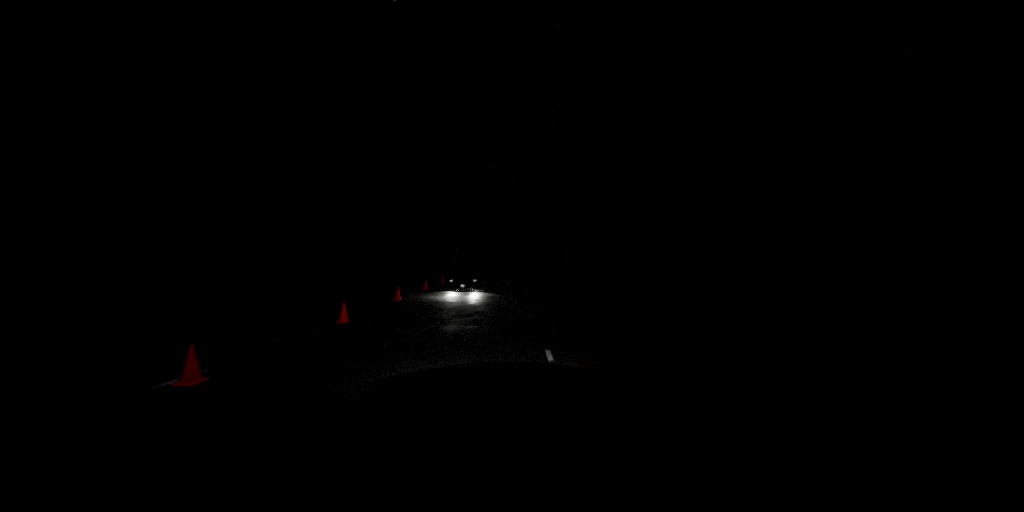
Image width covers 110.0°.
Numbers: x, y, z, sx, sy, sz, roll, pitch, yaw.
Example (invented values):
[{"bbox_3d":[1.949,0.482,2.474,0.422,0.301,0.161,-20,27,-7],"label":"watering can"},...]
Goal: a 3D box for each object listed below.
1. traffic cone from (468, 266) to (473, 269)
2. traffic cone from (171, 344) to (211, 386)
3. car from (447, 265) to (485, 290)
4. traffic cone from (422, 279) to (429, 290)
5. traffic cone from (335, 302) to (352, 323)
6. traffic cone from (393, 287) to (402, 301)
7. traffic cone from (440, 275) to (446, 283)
[{"bbox_3d":[-4.921,1.579,40.528,0.340,0.580,0.340,0,0,0],"label":"traffic cone"},{"bbox_3d":[-4.950,1.657,5.539,0.340,0.580,0.340,0,0,0],"label":"traffic cone"},{"bbox_3d":[-2.678,1.234,22.123,2.033,1.411,5.357,1,0,0],"label":"car"},{"bbox_3d":[-4.937,1.623,20.539,0.340,0.580,0.340,0,0,0],"label":"traffic cone"},{"bbox_3d":[-4.945,1.646,10.539,0.340,0.580,0.340,0,0,0],"label":"traffic cone"},{"bbox_3d":[-4.941,1.634,15.539,0.340,0.580,0.340,0,0,0],"label":"traffic cone"},{"bbox_3d":[-4.933,1.612,25.540,0.340,0.580,0.340,0,0,0],"label":"traffic cone"}]
